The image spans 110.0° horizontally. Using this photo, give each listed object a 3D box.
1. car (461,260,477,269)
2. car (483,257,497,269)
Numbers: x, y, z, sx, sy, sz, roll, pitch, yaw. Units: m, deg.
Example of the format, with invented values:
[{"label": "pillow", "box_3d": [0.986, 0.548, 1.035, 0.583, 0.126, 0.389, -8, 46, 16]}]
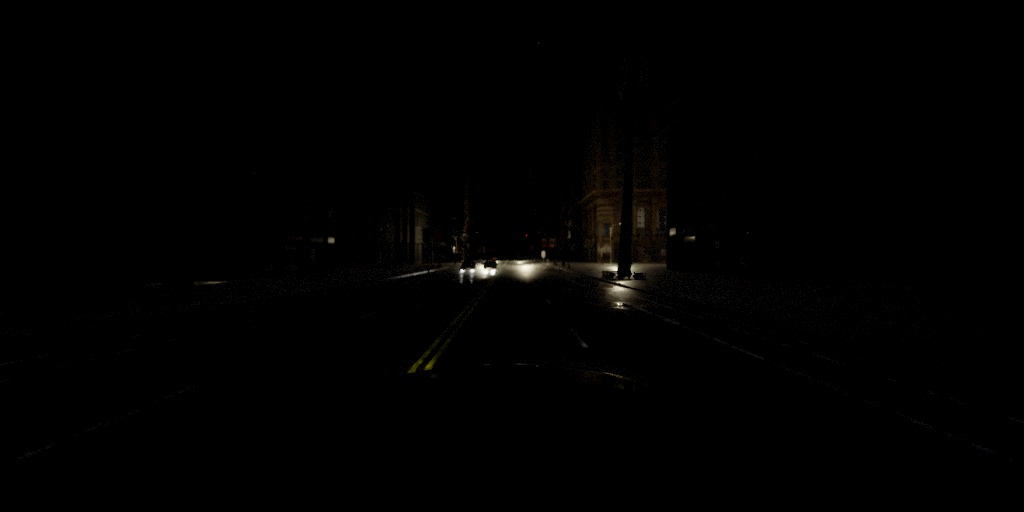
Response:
[{"label": "car", "box_3d": [-6.523, 1.265, 54.457, 1.812, 1.442, 4.674, 0, 0, 0]}, {"label": "car", "box_3d": [-3.272, 1.232, 54.557, 2.128, 1.511, 4.902, 0, 0, 0]}]
